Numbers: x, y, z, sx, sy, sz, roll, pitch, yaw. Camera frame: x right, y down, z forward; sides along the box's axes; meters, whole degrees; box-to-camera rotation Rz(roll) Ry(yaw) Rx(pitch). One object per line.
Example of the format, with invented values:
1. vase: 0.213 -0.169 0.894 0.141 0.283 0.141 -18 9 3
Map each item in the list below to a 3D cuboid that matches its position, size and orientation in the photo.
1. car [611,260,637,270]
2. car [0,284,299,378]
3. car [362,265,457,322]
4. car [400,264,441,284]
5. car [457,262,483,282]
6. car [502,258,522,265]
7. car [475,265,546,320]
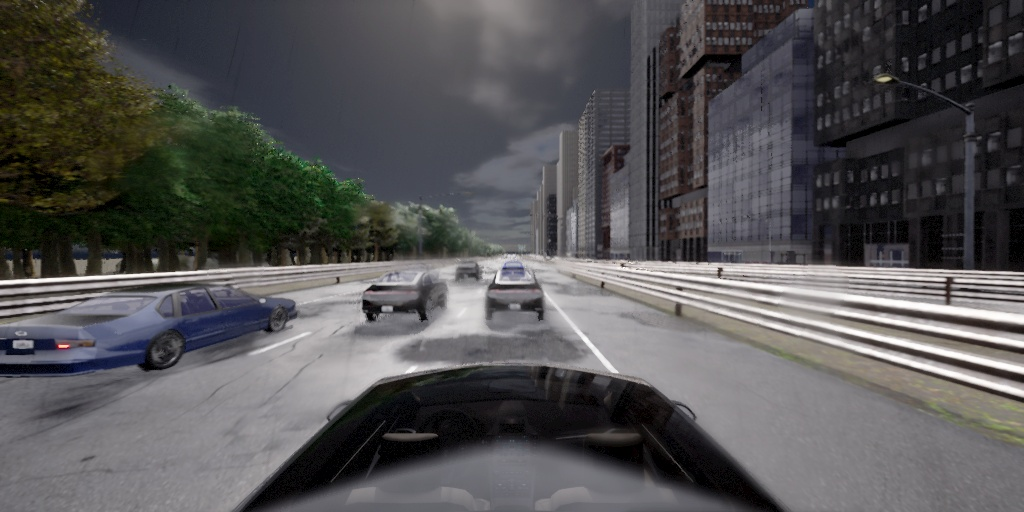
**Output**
1. car: 12.024 1.237 40.927 1.801 1.575 5.366 0 0 -15
2. car: -6.899 1.291 7.574 2.033 1.411 5.357 0 0 0
3. car: -3.401 1.229 12.217 2.128 1.511 4.902 0 0 0
4. car: -6.899 1.327 27.534 1.895 1.301 4.718 0 0 0
5. car: -3.397 1.230 29.019 1.837 1.490 4.892 0 0 0
6. car: 0.100 1.201 30.584 1.882 1.535 5.008 0 0 0
7. car: 0.101 1.229 12.595 2.128 1.511 4.902 0 0 0
